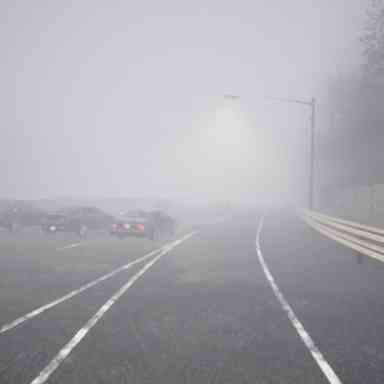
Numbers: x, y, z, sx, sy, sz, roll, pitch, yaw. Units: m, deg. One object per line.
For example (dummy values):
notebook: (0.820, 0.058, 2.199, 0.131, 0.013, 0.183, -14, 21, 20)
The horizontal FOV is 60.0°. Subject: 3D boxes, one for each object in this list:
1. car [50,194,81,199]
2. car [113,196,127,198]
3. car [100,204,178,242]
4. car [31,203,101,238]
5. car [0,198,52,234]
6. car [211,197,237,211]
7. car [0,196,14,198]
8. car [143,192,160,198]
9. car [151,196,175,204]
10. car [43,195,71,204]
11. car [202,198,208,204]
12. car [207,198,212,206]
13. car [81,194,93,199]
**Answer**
car: (-15.256, 1.073, 38.015, 2.097, 1.767, 4.553, 2, 0, 13)
car: (-11.724, 1.382, 53.243, 2.128, 1.511, 4.902, 2, 0, 14)
car: (-2.199, 1.524, 16.477, 2.033, 1.411, 5.357, 2, 0, 13)
car: (-5.643, 1.392, 17.115, 1.837, 1.490, 4.892, 1, 0, 13)
car: (-9.080, 1.286, 17.780, 2.128, 1.511, 4.902, 2, 0, 13)
car: (4.416, 1.786, 45.227, 2.128, 1.511, 4.902, 2, 0, 13)
car: (-22.215, 1.135, 38.970, 1.895, 1.301, 4.718, 2, 0, 14)
car: (-8.228, 0.896, 68.179, 2.150, 2.045, 5.566, 2, 0, 13)
car: (-3.414, 1.573, 42.403, 1.837, 1.490, 4.892, 2, 0, 13)
car: (-22.135, 1.212, 54.757, 1.895, 1.301, 4.718, 2, 0, 14)
car: (3.389, 1.933, 71.928, 2.033, 1.411, 5.357, 2, 0, 13)
car: (4.563, 1.939, 61.456, 1.994, 1.385, 4.181, 2, 0, 13)
car: (-18.372, 1.070, 55.470, 2.097, 1.767, 4.553, 2, 0, 13)
